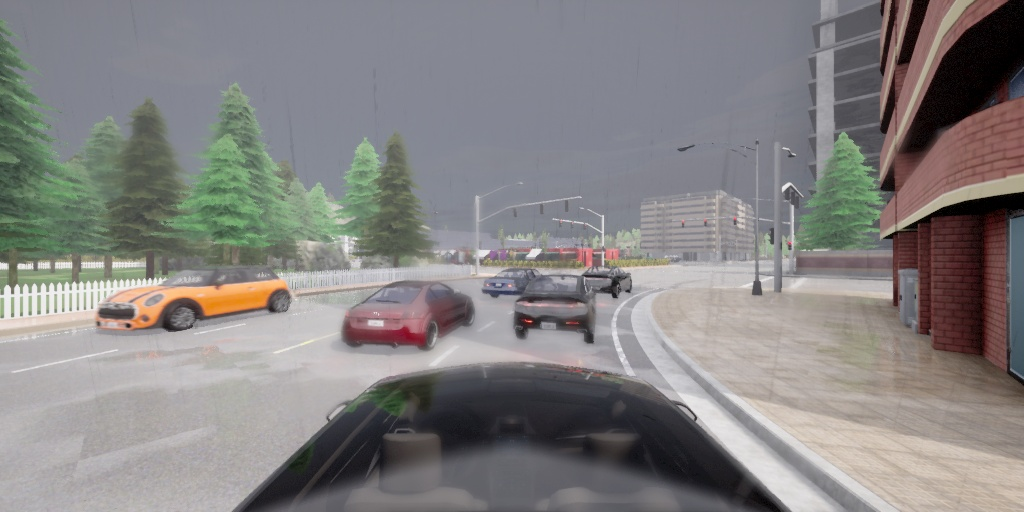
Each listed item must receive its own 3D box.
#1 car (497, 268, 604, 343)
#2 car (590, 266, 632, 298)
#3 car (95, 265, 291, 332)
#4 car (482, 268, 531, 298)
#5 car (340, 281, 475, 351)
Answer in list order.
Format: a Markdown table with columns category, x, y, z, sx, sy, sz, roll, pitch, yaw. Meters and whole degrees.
| category | x | y | z | sx | sy | sz | roll | pitch | yaw |
| --- | --- | --- | --- | --- | --- | --- | --- | --- | --- |
| car | 1.355 | 1.242 | 9.807 | 2.128 | 1.511 | 4.902 | 0 | 0 | 14 |
| car | 4.856 | 1.236 | 18.364 | 2.128 | 1.511 | 4.902 | 1 | 1 | 29 |
| car | -9.298 | 1.102 | 10.987 | 2.097 | 1.767 | 4.553 | 0 | 0 | 13 |
| car | 0.483 | 1.297 | 17.855 | 2.033 | 1.411 | 5.357 | 0 | 0 | 25 |
| car | -2.356 | 1.314 | 9.140 | 1.994 | 1.385 | 4.181 | 0 | 0 | 10 |
